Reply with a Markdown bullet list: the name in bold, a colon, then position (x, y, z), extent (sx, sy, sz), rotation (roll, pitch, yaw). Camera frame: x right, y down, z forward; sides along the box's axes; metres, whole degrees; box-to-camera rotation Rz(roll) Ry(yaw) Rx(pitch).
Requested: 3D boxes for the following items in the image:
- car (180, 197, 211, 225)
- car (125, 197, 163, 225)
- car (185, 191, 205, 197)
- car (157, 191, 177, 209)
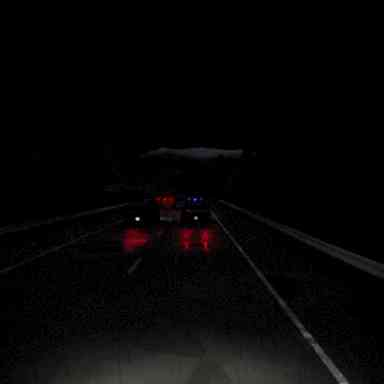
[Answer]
- **car**: position (0.249, 1.337, 22.559), extent (2.128, 1.511, 4.902), rotation (0, 1, 0)
- **car**: position (-3.251, 1.347, 22.367), extent (1.837, 1.490, 4.892), rotation (0, 0, 0)
- **car**: position (0.383, 0.938, 41.272), extent (2.150, 2.045, 5.566), rotation (0, 1, 0)
- **car**: position (-3.125, 0.937, 40.983), extent (2.150, 2.045, 5.566), rotation (0, 1, 0)
